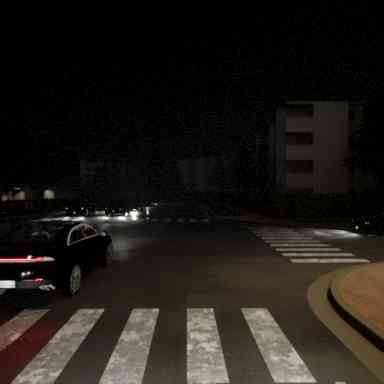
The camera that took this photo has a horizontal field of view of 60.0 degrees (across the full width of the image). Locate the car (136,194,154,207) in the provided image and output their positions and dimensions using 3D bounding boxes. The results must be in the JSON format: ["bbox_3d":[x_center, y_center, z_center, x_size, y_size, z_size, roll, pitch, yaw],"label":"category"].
[{"bbox_3d":[-7.503,1.512,52.269,1.812,1.442,4.674,0,0,0],"label":"car"}]

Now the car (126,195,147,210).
[{"bbox_3d":[-7.400,1.480,41.932,2.128,1.511,4.902,0,0,-1],"label":"car"}]

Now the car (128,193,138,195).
[{"bbox_3d":[-11.337,1.205,63.774,2.150,2.045,5.566,0,0,-5],"label":"car"}]

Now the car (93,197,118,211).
[{"bbox_3d":[-10.903,1.466,42.123,1.882,1.535,5.008,0,0,0],"label":"car"}]

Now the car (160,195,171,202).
[{"bbox_3d":[-6.079,1.505,73.959,2.128,1.511,4.902,0,0,-17],"label":"car"}]

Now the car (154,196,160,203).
[{"bbox_3d":[-8.166,1.572,67.764,2.033,1.411,5.357,0,0,-10],"label":"car"}]

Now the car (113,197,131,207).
[{"bbox_3d":[-10.976,1.550,52.149,1.994,1.385,4.181,0,0,0],"label":"car"}]

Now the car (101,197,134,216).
[{"bbox_3d":[-7.265,1.496,32.797,1.837,1.490,4.892,0,0,-2],"label":"car"}]

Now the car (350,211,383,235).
[{"bbox_3d":[11.596,1.526,18.057,5.357,1.411,2.033,0,0,0],"label":"car"}]

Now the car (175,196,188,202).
[{"bbox_3d":[-2.398,1.520,73.783,2.033,1.411,5.357,0,0,-17],"label":"car"}]

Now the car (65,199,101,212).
[{"bbox_3d":[-10.806,1.592,32.730,1.895,1.301,4.718,0,0,-1],"label":"car"}]

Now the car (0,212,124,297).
[{"bbox_3d":[-3.414,1.489,8.569,2.128,1.511,4.902,0,0,0],"label":"car"}]
